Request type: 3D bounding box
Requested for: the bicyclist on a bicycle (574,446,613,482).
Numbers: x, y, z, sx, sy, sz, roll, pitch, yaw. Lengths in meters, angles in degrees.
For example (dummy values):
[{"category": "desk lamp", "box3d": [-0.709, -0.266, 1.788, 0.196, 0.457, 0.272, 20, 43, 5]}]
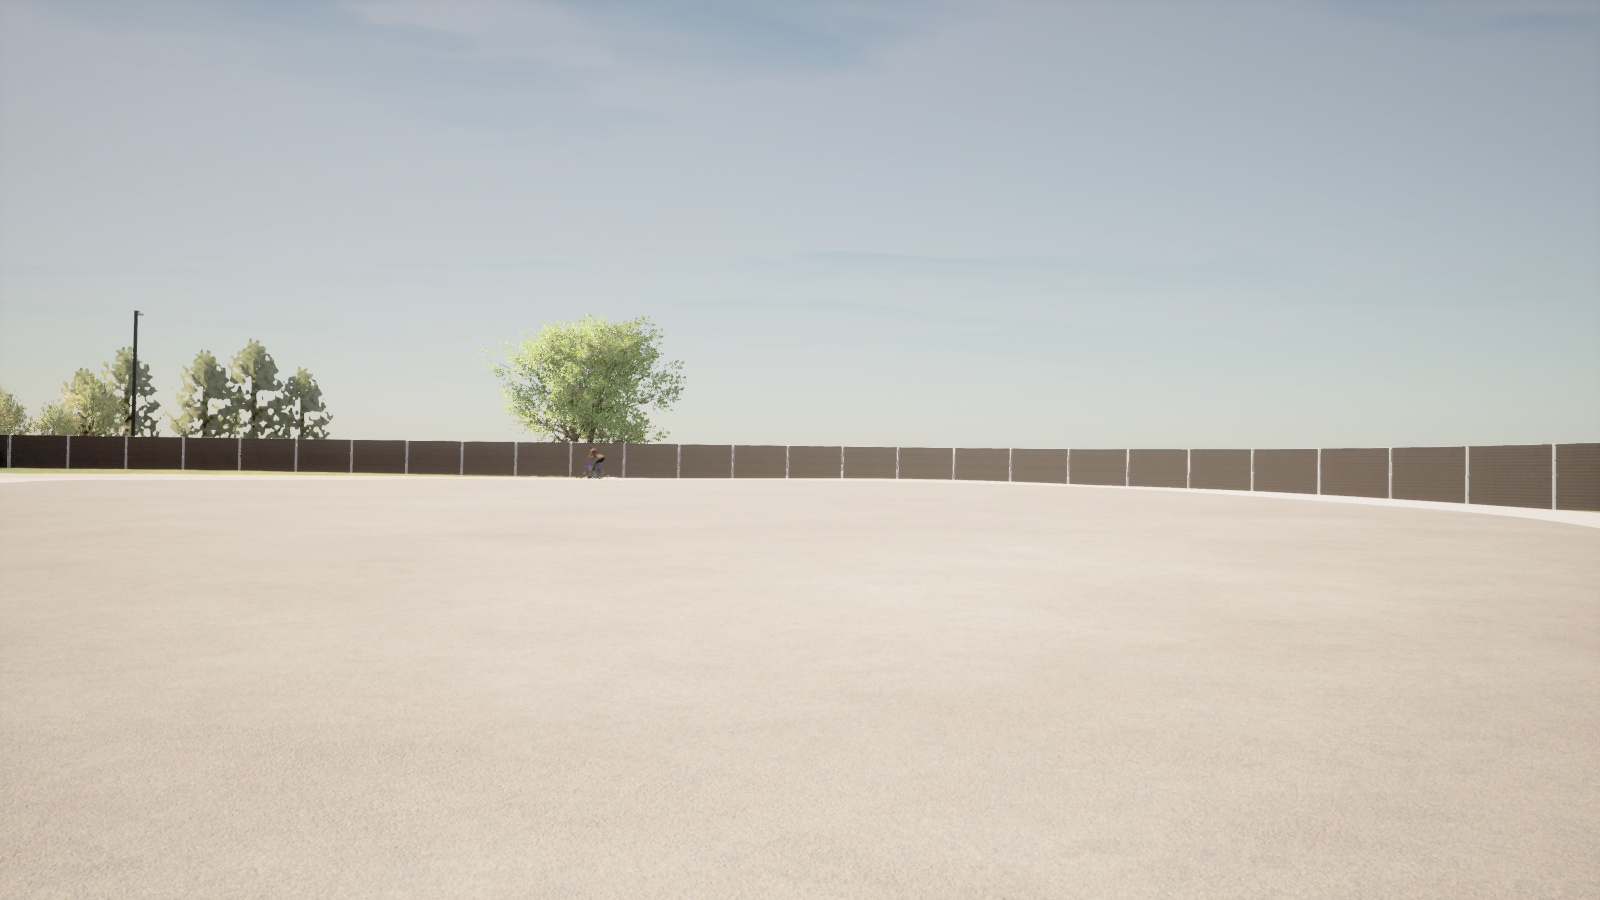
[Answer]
[{"category": "bicyclist on a bicycle", "box3d": [-9.351, 0.633, 56.850, 1.656, 1.620, 0.582, 0, -1, 20]}]
